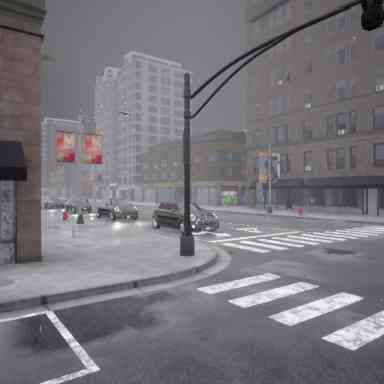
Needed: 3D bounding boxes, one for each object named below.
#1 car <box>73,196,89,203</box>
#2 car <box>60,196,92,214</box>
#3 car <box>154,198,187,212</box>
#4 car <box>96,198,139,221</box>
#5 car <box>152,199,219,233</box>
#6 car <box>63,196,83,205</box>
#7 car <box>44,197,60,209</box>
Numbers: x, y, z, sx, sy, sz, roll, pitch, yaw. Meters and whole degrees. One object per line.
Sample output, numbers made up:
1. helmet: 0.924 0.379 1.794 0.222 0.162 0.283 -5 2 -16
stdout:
1. car: -22.173 1.452 66.292 1.994 1.385 4.181 0 0 -36
2. car: -12.216 1.455 35.567 1.837 1.490 4.892 0 0 -36
3. car: -2.559 1.505 39.180 1.994 1.385 4.181 0 0 -36
4. car: -6.156 1.317 27.175 2.097 1.767 4.553 0 0 -36
5. car: -0.470 1.332 19.316 2.097 1.767 4.553 0 0 -36
6. car: -21.379 1.451 59.665 2.033 1.411 5.357 0 0 -36
7. car: -18.277 1.439 44.015 1.837 1.490 4.892 0 0 -35
